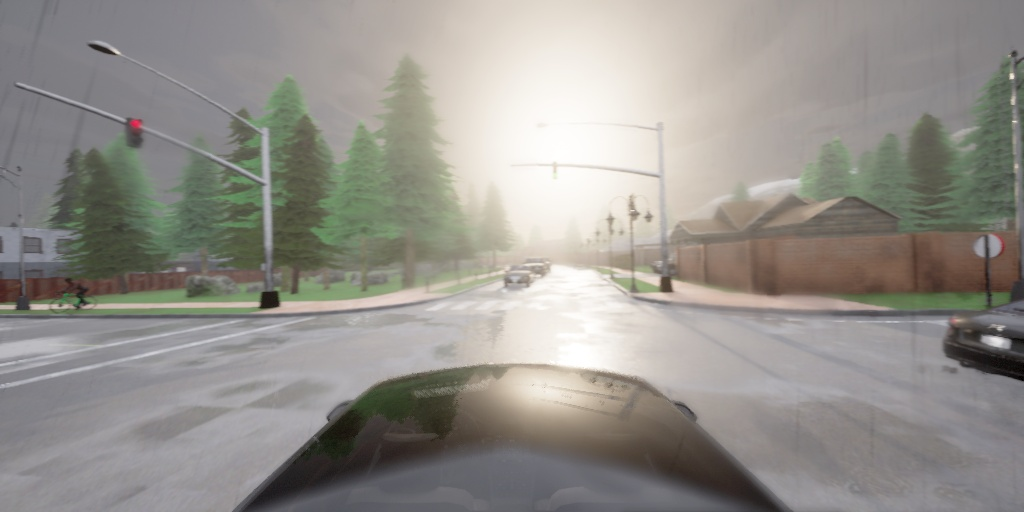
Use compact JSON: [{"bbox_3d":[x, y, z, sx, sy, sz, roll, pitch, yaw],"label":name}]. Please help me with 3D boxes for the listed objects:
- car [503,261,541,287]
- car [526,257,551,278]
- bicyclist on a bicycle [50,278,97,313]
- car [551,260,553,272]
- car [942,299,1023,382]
[{"bbox_3d":[0.605,1.379,26.274,2.128,1.511,4.902,-2,0,10],"label":"car"},{"bbox_3d":[2.377,1.127,36.733,2.150,2.045,5.566,-2,0,10],"label":"car"},{"bbox_3d":[-21.187,1.877,17.341,0.582,1.620,1.656,-2,0,11],"label":"bicyclist on a bicycle"},{"bbox_3d":[4.172,1.145,47.310,2.150,2.045,5.566,-2,0,10],"label":"car"},{"bbox_3d":[8.376,1.037,4.354,4.181,1.385,1.994,-2,-1,12],"label":"car"}]
